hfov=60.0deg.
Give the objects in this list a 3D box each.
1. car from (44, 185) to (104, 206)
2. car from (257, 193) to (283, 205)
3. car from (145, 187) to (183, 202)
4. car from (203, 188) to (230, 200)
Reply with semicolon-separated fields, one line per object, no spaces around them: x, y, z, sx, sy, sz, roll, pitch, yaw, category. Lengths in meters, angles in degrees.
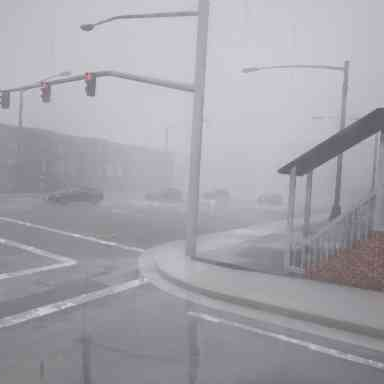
-9.343;0.219;26.680;2.128;1.511;4.902;5;3;36;car
9.618;0.781;40.768;1.994;1.385;4.181;5;3;36;car
-2.892;0.234;35.656;1.837;1.490;4.892;5;2;36;car
3.356;0.239;44.297;1.837;1.490;4.892;5;3;36;car
